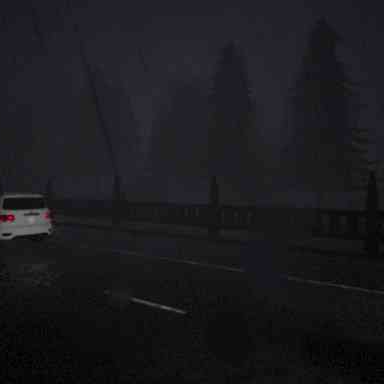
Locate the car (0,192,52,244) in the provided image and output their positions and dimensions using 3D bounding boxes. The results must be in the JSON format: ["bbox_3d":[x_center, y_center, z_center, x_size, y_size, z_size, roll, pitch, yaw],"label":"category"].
[{"bbox_3d":[-8.042,1.023,13.485,5.566,2.045,2.150,1,1,33],"label":"car"}]
